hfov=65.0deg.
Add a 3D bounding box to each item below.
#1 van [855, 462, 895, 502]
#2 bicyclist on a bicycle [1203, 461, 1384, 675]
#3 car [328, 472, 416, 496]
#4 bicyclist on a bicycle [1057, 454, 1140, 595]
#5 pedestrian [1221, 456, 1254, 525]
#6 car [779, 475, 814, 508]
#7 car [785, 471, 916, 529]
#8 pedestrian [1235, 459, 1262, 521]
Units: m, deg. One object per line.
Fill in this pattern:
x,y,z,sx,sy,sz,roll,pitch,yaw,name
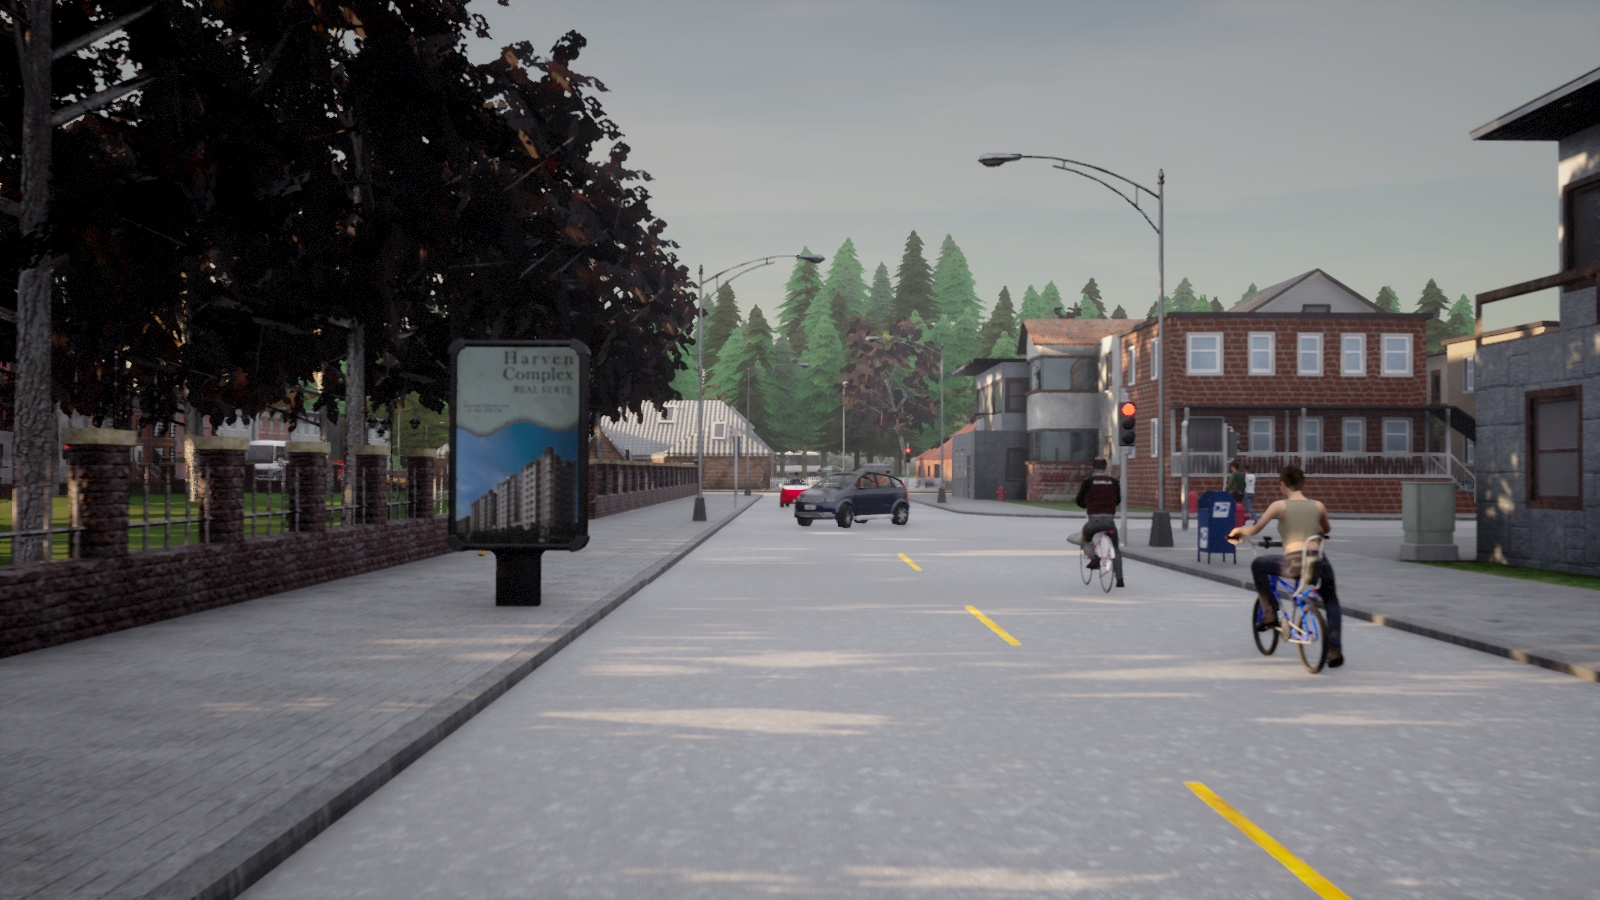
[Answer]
3.840,1.641,64.996,1.775,1.987,4.442,0,-1,0,van
3.974,0.907,10.256,0.866,1.612,1.509,0,-1,0,bicyclist on a bicycle
-28.885,2.290,84.879,5.366,1.575,1.801,0,-1,-2,car
3.952,0.950,16.782,0.659,1.776,1.843,0,-1,0,bicyclist on a bicycle
12.500,1.156,35.916,0.423,1.949,0.788,0,-1,-33,pedestrian
-0.156,1.776,54.198,1.481,1.376,2.207,0,-2,-1,car
1.478,1.383,35.597,1.789,1.549,3.705,-2,-2,40,car
13.284,1.175,37.215,0.354,1.836,0.706,0,-1,-19,pedestrian
